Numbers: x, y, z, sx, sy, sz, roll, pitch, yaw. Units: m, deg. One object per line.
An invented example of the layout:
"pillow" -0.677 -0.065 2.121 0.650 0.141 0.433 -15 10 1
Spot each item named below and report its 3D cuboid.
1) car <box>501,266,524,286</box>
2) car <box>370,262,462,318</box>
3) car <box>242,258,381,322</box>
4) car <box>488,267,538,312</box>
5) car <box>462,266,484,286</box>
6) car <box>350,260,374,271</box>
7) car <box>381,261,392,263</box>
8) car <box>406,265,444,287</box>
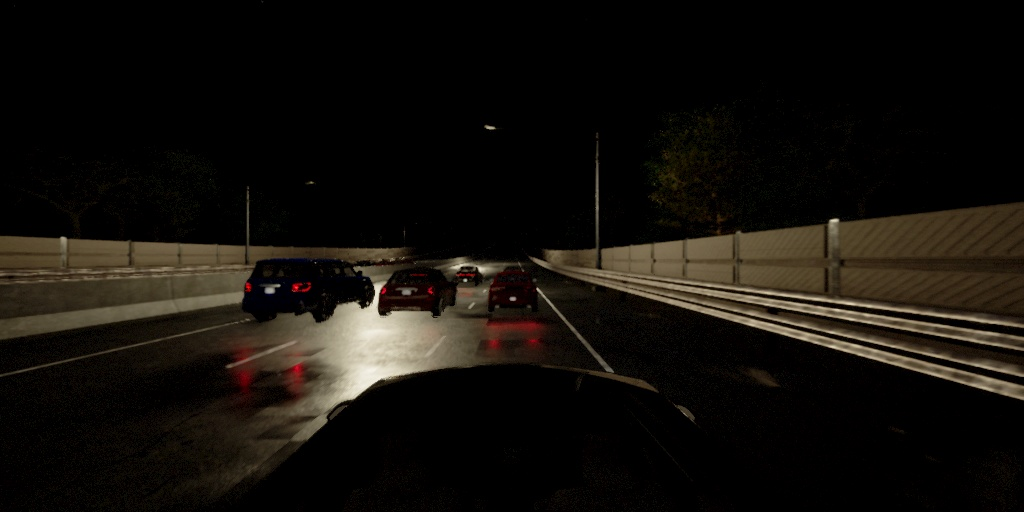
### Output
"car" 0.051 1.601 29.827 1.812 1.442 4.674 0 0 1
"car" -3.455 1.247 13.930 2.097 1.767 4.553 0 -1 0
"car" -6.964 1.107 13.015 2.150 2.045 5.566 0 0 0
"car" 0.055 1.388 15.262 1.882 1.535 5.008 0 0 0
"car" -3.456 1.575 29.089 1.837 1.490 4.892 0 0 0
"car" -24.544 1.537 59.002 1.837 1.490 4.892 0 1 1
"car" -21.047 1.510 59.004 1.882 1.535 5.008 0 1 1
"car" -6.956 1.574 29.109 1.837 1.490 4.892 0 0 0
